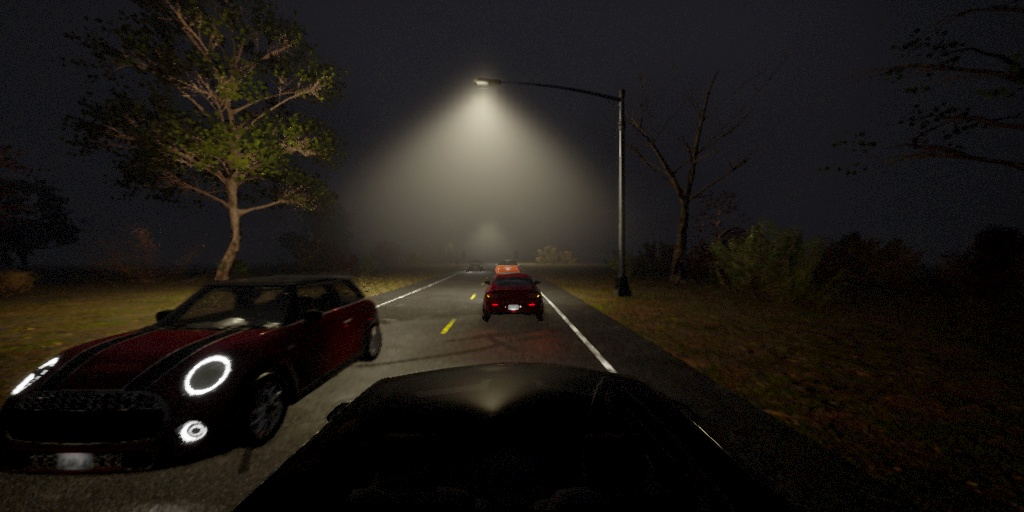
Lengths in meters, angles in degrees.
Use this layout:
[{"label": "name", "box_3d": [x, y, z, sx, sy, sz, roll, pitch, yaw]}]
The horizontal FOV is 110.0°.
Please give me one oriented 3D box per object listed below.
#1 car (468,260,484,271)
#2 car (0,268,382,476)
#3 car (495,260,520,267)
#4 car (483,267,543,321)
[{"label": "car", "box_3d": [-4.678, 1.236, 47.095, 1.812, 1.442, 4.674, 0, 0, -2]}, {"label": "car", "box_3d": [-3.626, 1.103, 5.204, 2.097, 1.767, 4.553, 0, 0, 0]}, {"label": "car", "box_3d": [-0.378, 1.081, 30.937, 2.097, 1.767, 4.553, 0, 0, -2]}, {"label": "car", "box_3d": [0.019, 1.271, 12.343, 1.812, 1.442, 4.674, 0, 0, -1]}]
